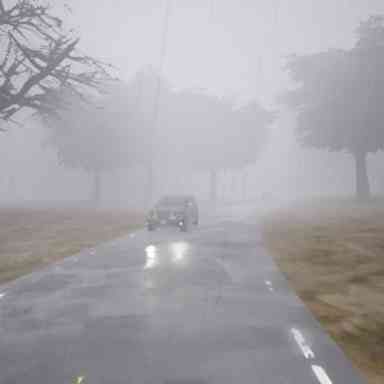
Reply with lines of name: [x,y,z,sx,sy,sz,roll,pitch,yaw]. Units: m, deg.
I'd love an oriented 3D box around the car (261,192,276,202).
car: [13.720,0.817,59.480,2.097,1.767,4.553,0,1,23]

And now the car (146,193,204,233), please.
car: [-0.985,1.158,19.885,2.150,2.045,5.566,0,1,11]
